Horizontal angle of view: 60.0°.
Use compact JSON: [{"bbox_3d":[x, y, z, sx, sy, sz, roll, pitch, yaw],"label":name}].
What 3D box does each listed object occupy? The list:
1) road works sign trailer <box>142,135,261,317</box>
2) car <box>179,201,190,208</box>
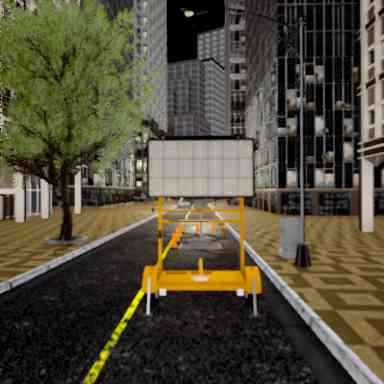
[{"bbox_3d":[0.203,0.530,7.598,2.380,3.560,2.880,0,0,1],"label":"road works sign trailer"},{"bbox_3d":[-1.378,2.194,59.859,1.895,1.301,4.718,0,-1,1],"label":"car"}]
